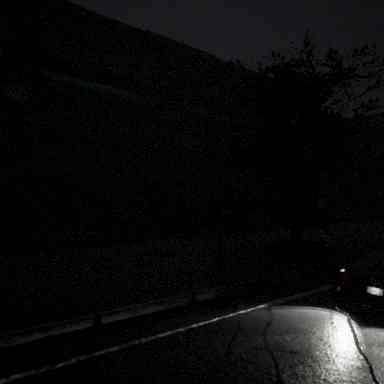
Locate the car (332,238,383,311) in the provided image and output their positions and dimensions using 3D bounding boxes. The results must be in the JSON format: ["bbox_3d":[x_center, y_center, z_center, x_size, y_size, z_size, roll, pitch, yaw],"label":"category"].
[{"bbox_3d":[4.854,1.570,7.034,4.181,1.385,1.994,0,0,-36],"label":"car"}]
